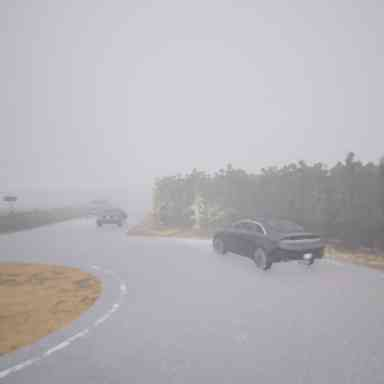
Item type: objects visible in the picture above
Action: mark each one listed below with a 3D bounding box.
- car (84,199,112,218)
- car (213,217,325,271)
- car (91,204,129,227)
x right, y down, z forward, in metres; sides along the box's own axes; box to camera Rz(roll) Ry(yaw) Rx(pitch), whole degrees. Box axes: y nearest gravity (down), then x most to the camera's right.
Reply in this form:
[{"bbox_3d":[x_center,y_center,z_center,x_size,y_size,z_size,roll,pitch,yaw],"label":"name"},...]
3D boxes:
[{"bbox_3d":[-10.154,1.750,36.616,2.150,2.045,5.566,0,-1,-3],"label":"car"},{"bbox_3d":[2.386,1.634,11.650,2.128,1.511,4.902,0,-1,-22],"label":"car"},{"bbox_3d":[-6.295,1.947,26.724,2.033,1.411,5.357,0,-1,-4],"label":"car"}]
